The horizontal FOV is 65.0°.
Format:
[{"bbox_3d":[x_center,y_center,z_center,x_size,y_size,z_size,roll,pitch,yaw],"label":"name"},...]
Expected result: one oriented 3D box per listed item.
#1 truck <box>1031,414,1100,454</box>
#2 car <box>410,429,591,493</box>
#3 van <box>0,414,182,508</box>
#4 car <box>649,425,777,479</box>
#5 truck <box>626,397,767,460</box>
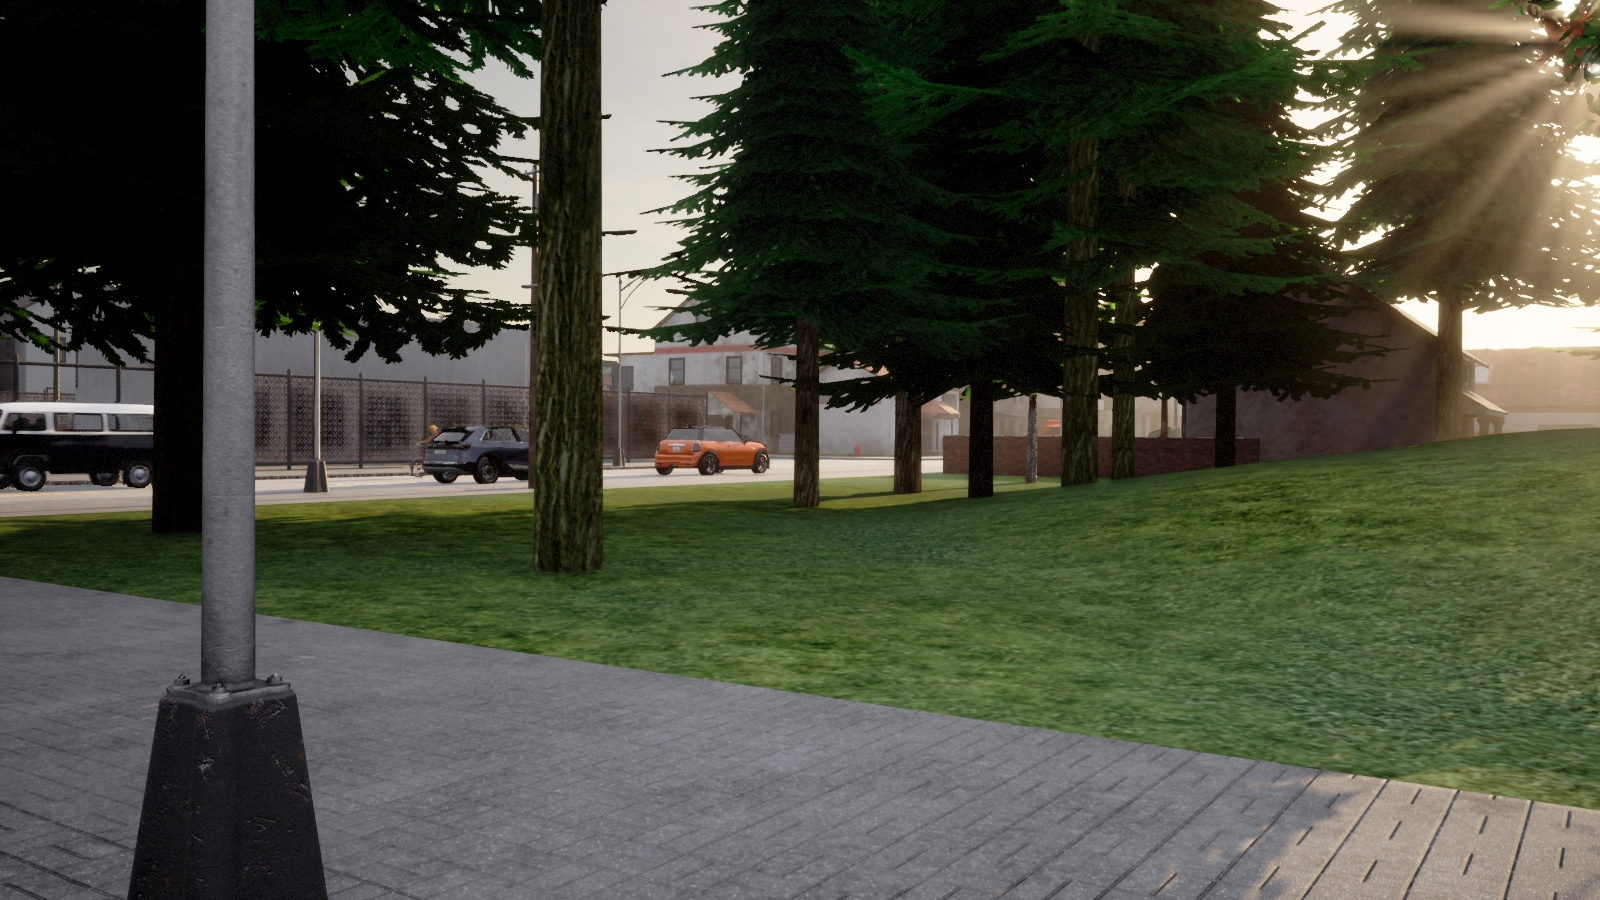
[{"bbox_3d":[17.161,-1.016,80.939,2.627,2.467,5.204,0,1,33],"label":"truck"},{"bbox_3d":[-8.315,0.255,35.293,2.033,1.649,4.856,0,1,34],"label":"car"},{"bbox_3d":[-17.137,0.214,29.251,2.069,2.038,4.480,0,1,33],"label":"van"},{"bbox_3d":[-2.931,0.024,43.387,2.097,1.767,4.553,0,1,33],"label":"car"},{"bbox_3d":[-6.008,-1.185,72.441,7.936,3.462,2.891,0,1,33],"label":"truck"}]
